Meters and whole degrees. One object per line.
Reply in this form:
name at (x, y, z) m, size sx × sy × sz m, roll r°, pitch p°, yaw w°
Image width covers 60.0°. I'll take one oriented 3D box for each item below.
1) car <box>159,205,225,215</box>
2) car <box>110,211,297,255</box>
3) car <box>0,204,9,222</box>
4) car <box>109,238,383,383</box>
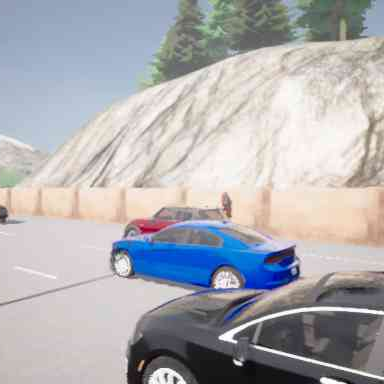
car at (-0.583, 1.304, 13.009) m, size 4.553 × 1.767 × 2.097 m, roll 0°, pitch 0°, yaw 36°
car at (0.078, 1.449, 8.238) m, size 5.008 × 1.535 × 1.882 m, roll 0°, pitch 0°, yaw 36°
car at (-14.567, 1.338, 22.993) m, size 4.902 × 1.511 × 2.128 m, roll 0°, pitch 0°, yaw 36°
car at (1.526, 1.503, 2.903) m, size 4.892 × 1.490 × 1.837 m, roll 0°, pitch 0°, yaw 36°
